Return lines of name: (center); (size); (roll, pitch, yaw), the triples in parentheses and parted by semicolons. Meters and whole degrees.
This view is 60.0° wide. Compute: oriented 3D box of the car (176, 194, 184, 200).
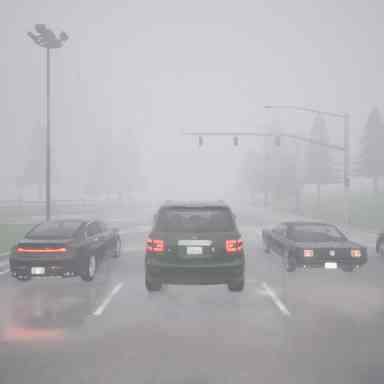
car: (-3.452, 1.372, 93.454); (2.033, 1.411, 5.357); (0, 0, 0)

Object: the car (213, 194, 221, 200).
car: (7.048, 1.385, 93.449); (1.994, 1.385, 4.181); (0, 0, 0)

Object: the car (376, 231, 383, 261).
car: (7.076, 1.492, 9.213); (2.128, 1.511, 4.902); (0, 0, 0)

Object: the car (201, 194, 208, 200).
car: (3.548, 1.310, 93.451); (1.882, 1.535, 5.008); (0, 0, 0)

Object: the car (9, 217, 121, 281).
car: (-3.422, 1.505, 9.844); (1.837, 1.490, 4.892); (0, 0, 0)

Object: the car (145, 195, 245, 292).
car: (0.074, 1.221, 9.095); (2.150, 2.045, 5.566); (0, 0, 0)

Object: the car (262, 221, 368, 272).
car: (3.585, 1.601, 10.760); (1.895, 1.301, 4.718); (0, 0, 0)

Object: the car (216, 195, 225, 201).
car: (7.043, 1.544, 83.412); (1.994, 1.385, 4.181); (0, 0, 0)

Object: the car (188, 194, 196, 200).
car: (0.048, 1.357, 93.453); (2.128, 1.511, 4.902); (0, 0, 0)
